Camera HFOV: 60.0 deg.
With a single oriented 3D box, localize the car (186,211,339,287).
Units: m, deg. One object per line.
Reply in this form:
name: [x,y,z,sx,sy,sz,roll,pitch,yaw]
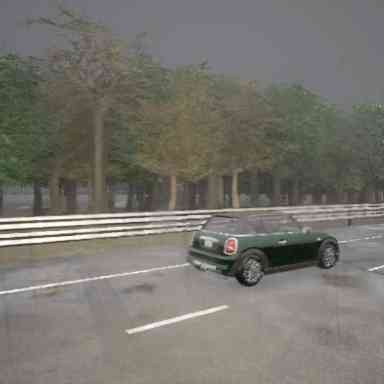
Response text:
car: [2.156,1.326,9.490,4.553,1.767,2.097,0,0,-34]
